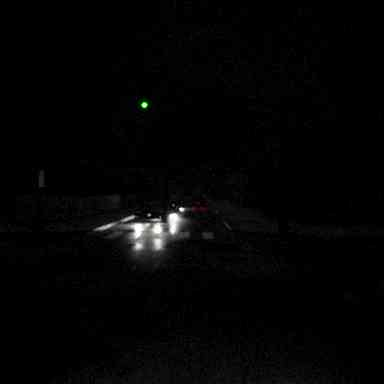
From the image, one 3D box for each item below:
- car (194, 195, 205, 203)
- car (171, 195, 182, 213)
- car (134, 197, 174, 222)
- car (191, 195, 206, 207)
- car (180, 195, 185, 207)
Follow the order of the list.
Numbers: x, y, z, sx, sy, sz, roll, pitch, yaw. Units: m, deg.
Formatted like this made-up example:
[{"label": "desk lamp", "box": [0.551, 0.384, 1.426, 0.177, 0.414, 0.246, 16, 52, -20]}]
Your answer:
[{"label": "car", "box": [1.445, 1.293, 61.664, 1.994, 1.385, 4.181, 0, 0, 2]}, {"label": "car", "box": [-2.335, 1.277, 32.394, 1.895, 1.301, 4.718, 0, 0, 2]}, {"label": "car", "box": [-2.625, 1.247, 22.757, 1.994, 1.385, 4.181, 0, 0, 2]}, {"label": "car", "box": [0.878, 1.209, 44.344, 1.812, 1.442, 4.674, 0, 0, 2]}, {"label": "car", "box": [-1.979, 1.159, 43.082, 1.882, 1.535, 5.008, 0, 0, 2]}]
